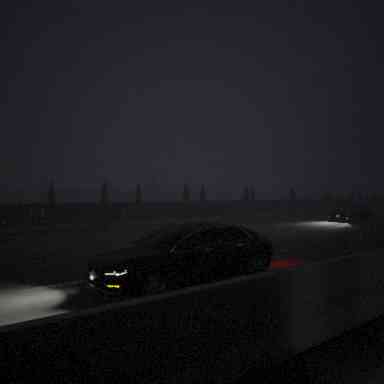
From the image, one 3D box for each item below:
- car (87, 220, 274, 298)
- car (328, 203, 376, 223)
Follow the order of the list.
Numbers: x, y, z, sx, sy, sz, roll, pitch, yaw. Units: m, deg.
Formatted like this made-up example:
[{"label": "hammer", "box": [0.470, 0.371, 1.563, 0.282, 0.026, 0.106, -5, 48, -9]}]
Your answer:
[{"label": "car", "box": [-0.076, 1.506, 8.237, 4.892, 1.490, 1.837, 0, 0, -36]}, {"label": "car", "box": [12.375, 1.587, 25.714, 4.181, 1.385, 1.994, 0, 0, -35]}]
